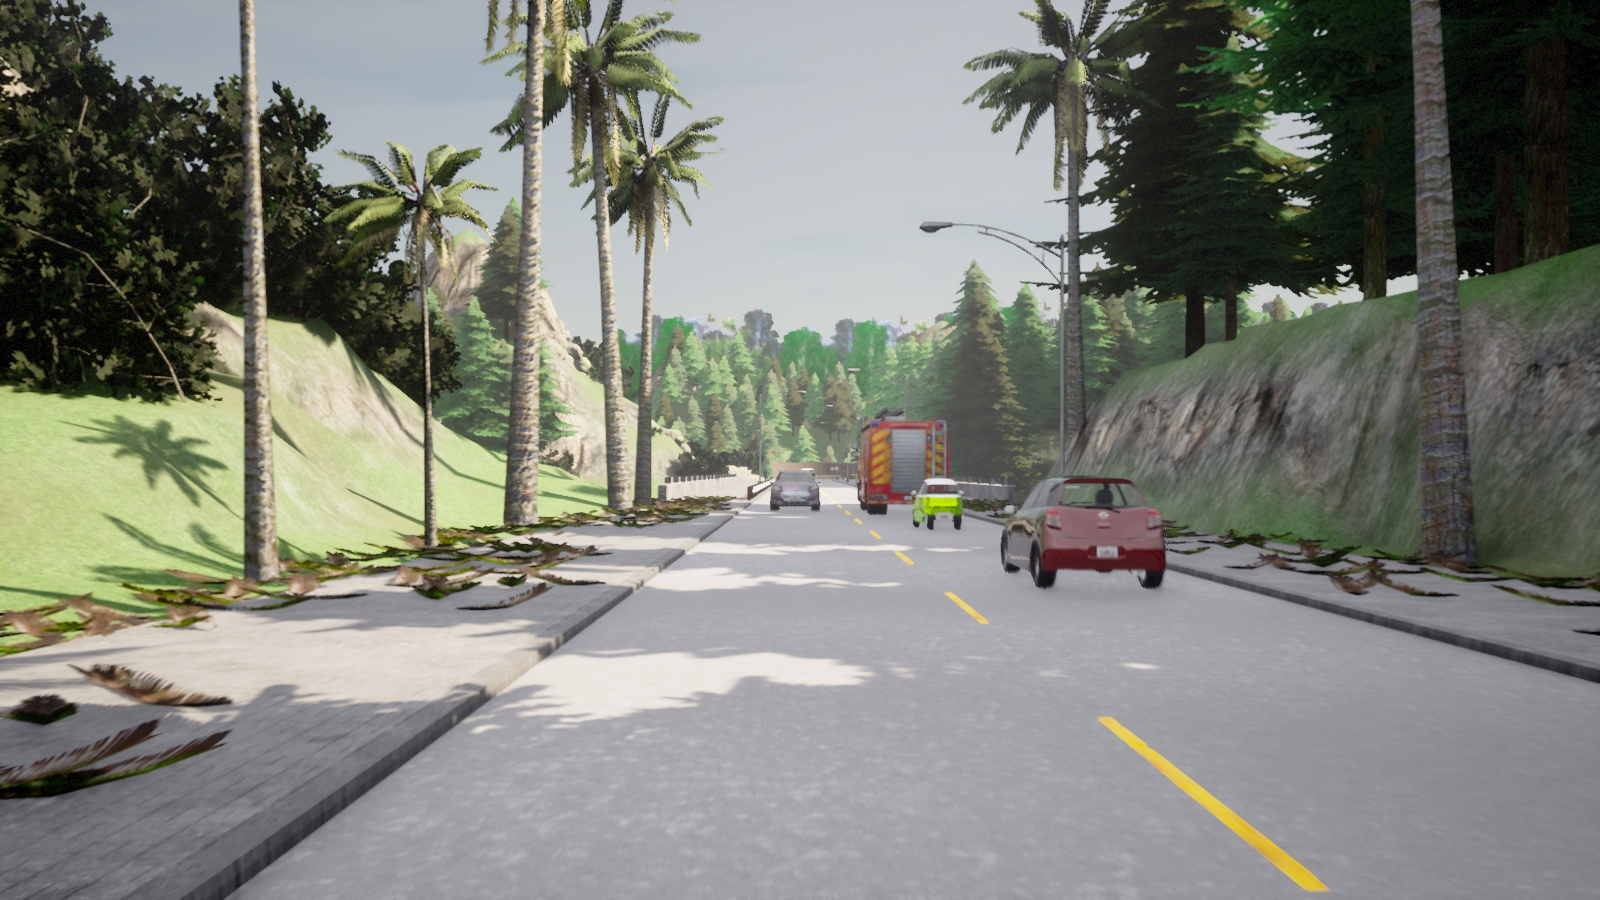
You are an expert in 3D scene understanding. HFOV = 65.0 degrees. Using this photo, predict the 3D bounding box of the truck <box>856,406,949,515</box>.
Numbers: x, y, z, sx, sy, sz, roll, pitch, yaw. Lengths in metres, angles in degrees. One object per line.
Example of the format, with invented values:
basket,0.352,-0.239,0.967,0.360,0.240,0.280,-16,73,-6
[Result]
truck,3.825,0.447,48.653,2.891,3.827,8.468,0,-1,0

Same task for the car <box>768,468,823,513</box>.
car,-0.173,1.573,49.394,2.033,1.649,4.856,0,-1,0

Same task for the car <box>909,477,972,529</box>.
car,3.878,1.437,34.804,1.481,1.376,2.207,0,-1,0

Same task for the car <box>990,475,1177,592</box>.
car,3.935,1.114,18.041,1.845,1.501,3.633,0,-1,0
